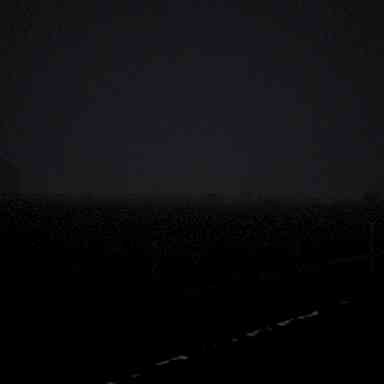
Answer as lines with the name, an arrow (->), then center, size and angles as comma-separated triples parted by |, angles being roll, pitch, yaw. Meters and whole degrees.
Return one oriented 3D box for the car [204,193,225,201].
car -> 4.510, 0.895, 66.405 | 1.882, 1.535, 5.008 | 0, 1, -35
